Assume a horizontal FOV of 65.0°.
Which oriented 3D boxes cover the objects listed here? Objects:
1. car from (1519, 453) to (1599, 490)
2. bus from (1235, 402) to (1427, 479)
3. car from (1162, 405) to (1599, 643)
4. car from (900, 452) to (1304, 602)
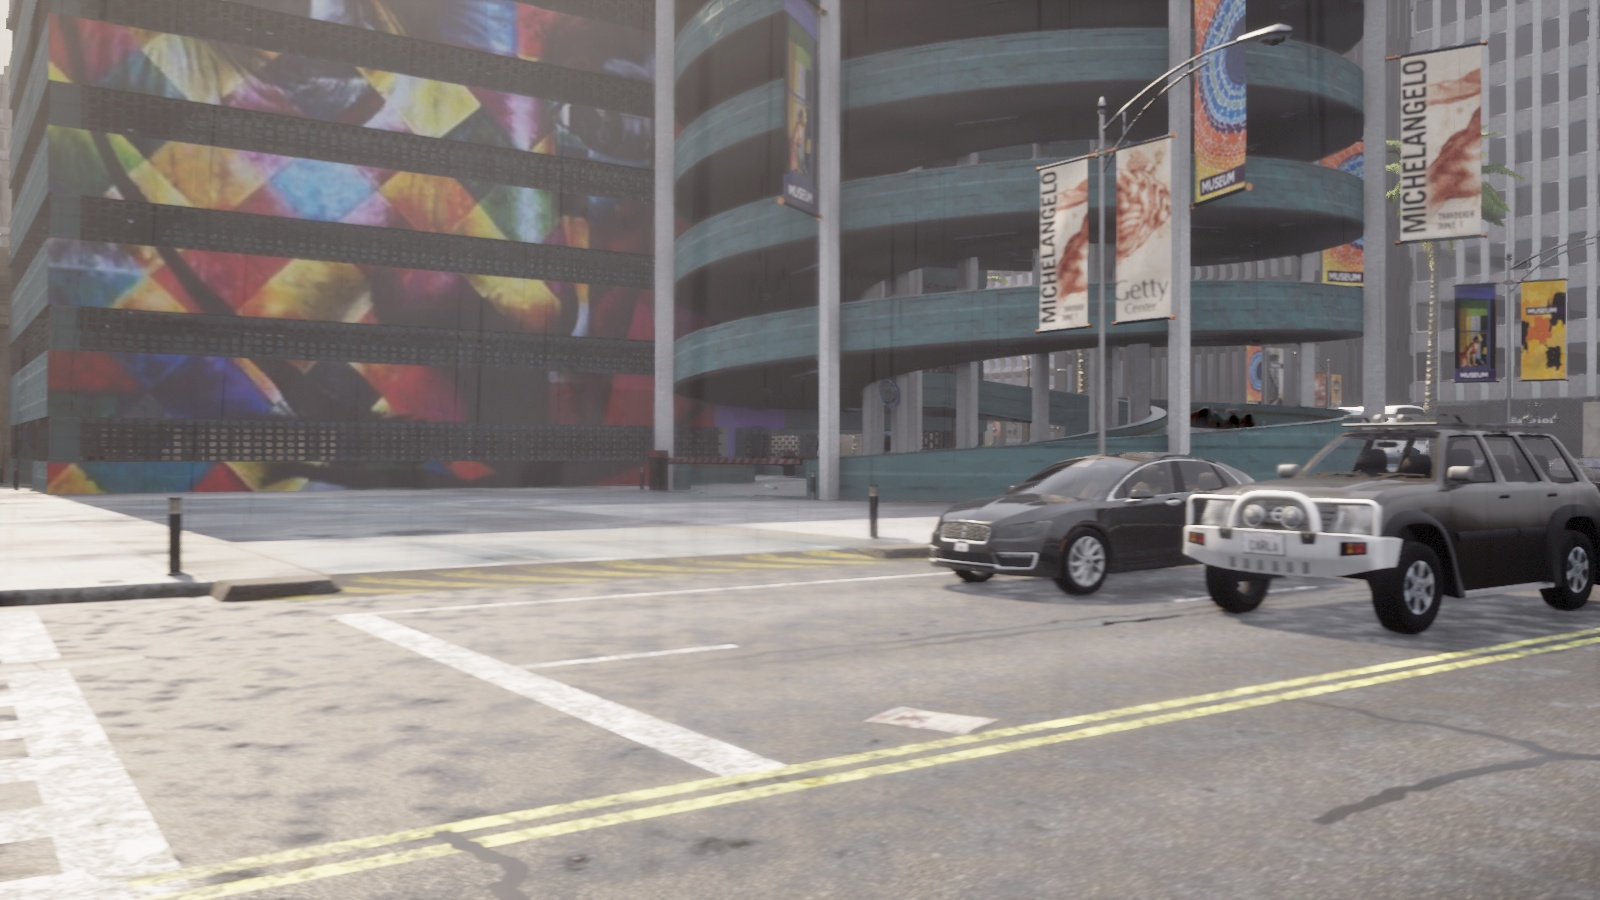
[{"bbox_3d":[32.246,0.851,51.591,2.033,1.411,5.357,0,0,-4],"label":"car"},{"bbox_3d":[31.560,-0.514,75.266,3.944,4.253,10.273,0,0,-31],"label":"bus"},{"bbox_3d":[5.720,0.579,11.913,4.605,1.855,1.932,0,0,-35],"label":"car"},{"bbox_3d":[3.650,0.778,14.736,4.892,1.490,1.837,0,0,-35],"label":"car"}]
